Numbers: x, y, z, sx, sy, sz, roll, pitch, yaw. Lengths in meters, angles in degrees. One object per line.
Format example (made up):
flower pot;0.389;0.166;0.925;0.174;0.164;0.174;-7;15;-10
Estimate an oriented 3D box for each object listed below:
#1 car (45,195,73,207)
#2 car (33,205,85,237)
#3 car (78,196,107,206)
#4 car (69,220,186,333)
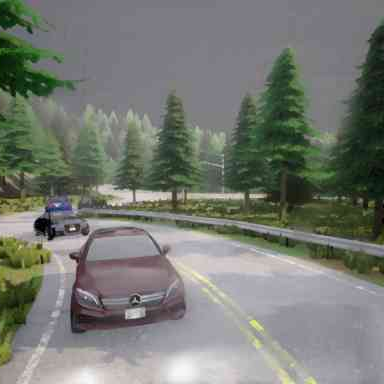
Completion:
car;-12.864;1.326;32.232;2.150;2.045;5.566;-1;0;-18
car;-7.069;1.664;17.823;1.994;1.385;4.181;-4;2;-38
car;-12.721;1.289;42.822;2.097;1.767;4.553;2;2;13
car;-1.522;1.523;7.086;1.812;1.442;4.674;-2;0;-17
